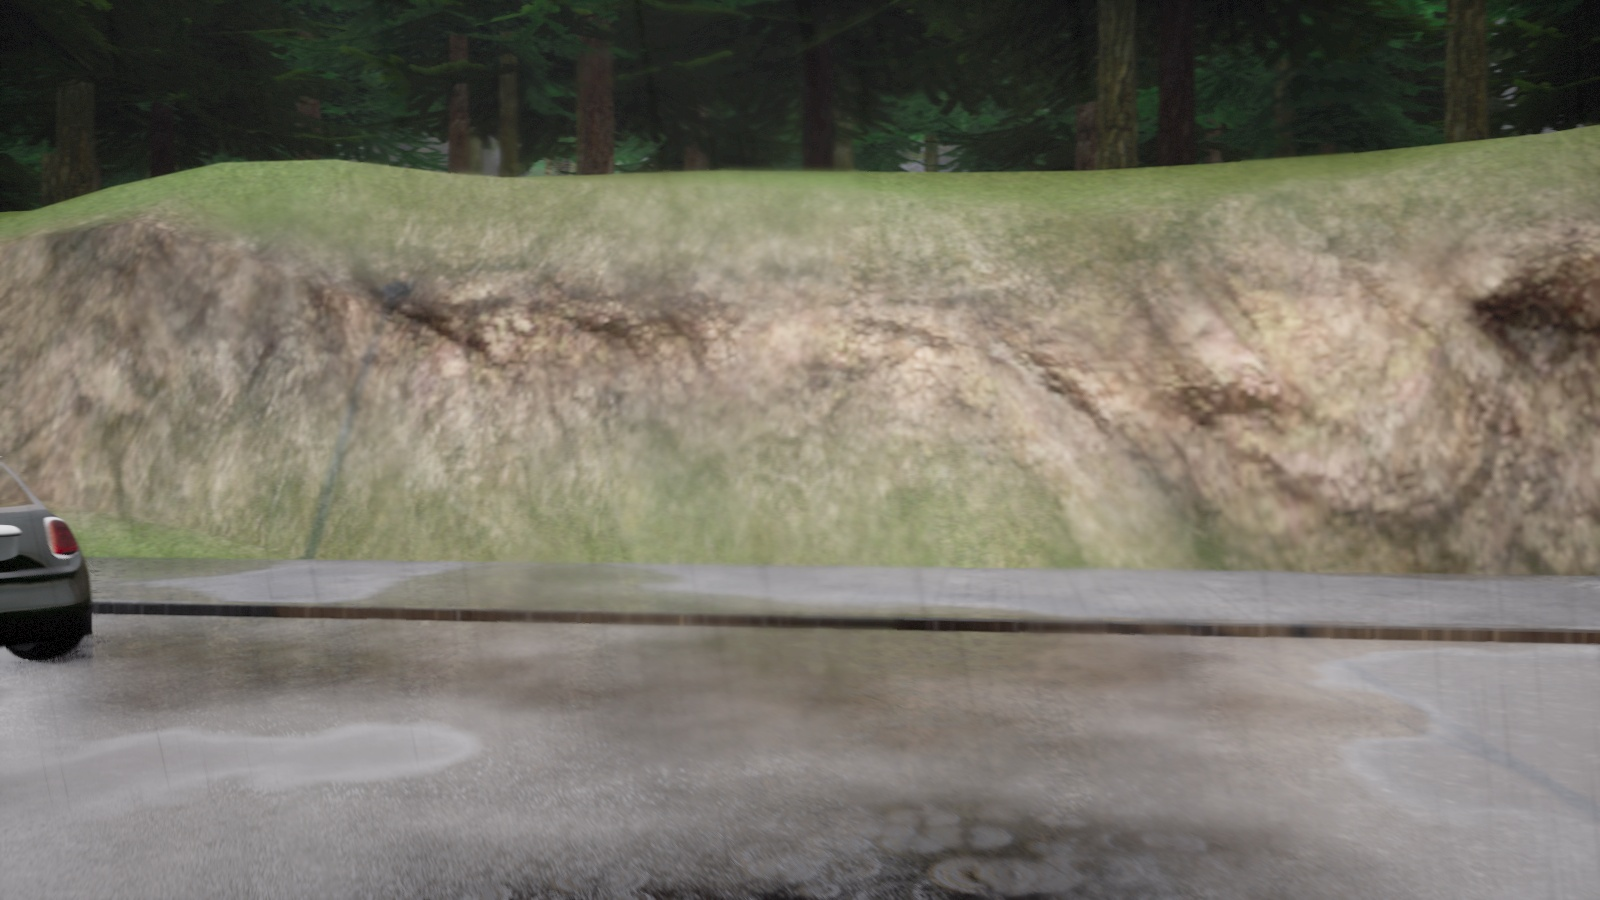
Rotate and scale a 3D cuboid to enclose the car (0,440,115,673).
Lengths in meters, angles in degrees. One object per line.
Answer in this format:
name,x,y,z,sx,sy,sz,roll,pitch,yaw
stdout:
car,-6.860,0.672,8.623,3.806,1.475,1.970,0,0,27
